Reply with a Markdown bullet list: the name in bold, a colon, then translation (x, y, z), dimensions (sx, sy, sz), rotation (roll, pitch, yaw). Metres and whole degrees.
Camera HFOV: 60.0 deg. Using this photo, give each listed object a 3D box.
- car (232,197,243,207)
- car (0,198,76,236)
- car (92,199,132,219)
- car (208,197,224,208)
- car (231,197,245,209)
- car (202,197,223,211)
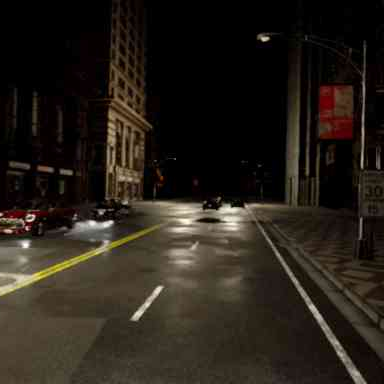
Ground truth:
- **car**: translation (7.885, 1.667, 57.344), dimensions (1.812, 1.442, 4.674), rotation (1, 0, 8)
- **car**: translation (-7.750, 1.136, 16.845), dimensions (2.097, 1.767, 4.553), rotation (1, 0, 8)
- **car**: translation (-6.353, 1.302, 26.925), dimensions (2.128, 1.511, 4.902), rotation (1, 0, 8)
- **car**: translation (3.763, 1.537, 51.214), dimensions (2.128, 1.511, 4.902), rotation (1, 0, 8)
- **car**: translation (6.431, 1.642, 46.812), dimensions (1.812, 1.442, 4.674), rotation (1, 0, 8)
- **car**: translation (2.375, 1.583, 41.181), dimensions (1.994, 1.385, 4.181), rotation (1, 0, 7)
